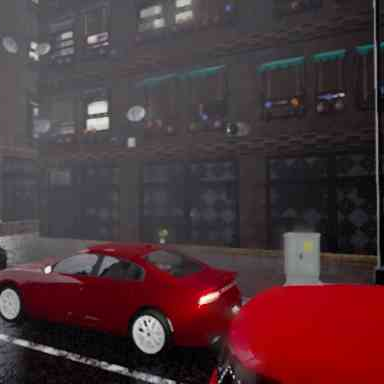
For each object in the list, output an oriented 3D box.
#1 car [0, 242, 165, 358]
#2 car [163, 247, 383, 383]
[{"bbox_3d":[-1.407,1.551,5.770,4.507,1.381,1.887,1,-2,24],"label":"car"},{"bbox_3d":[2.813,1.269,1.941,5.566,2.045,2.150,1,0,24],"label":"car"}]
